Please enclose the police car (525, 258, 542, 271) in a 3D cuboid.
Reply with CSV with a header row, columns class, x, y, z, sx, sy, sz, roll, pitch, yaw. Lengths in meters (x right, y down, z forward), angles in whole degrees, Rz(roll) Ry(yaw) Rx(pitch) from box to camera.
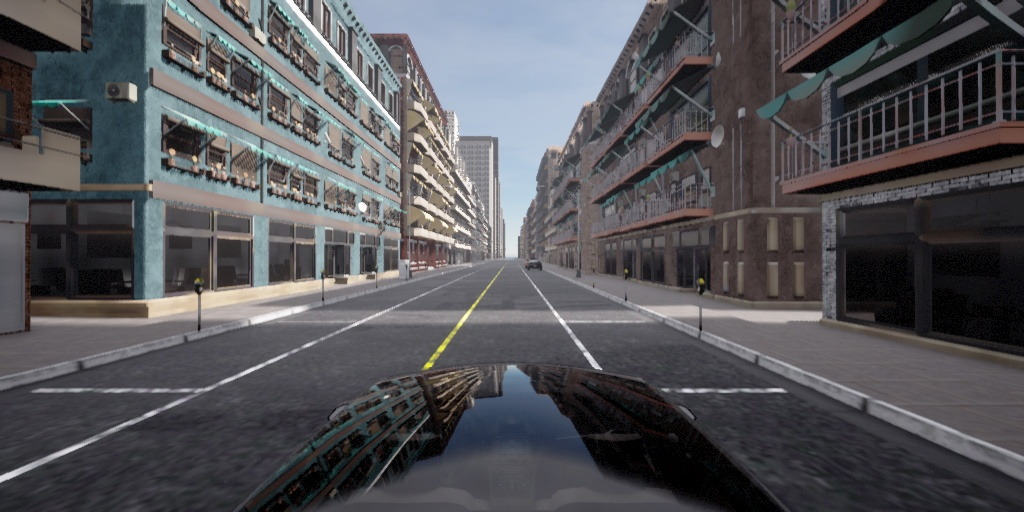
class,x,y,z,sx,sy,sz,roll,pitch,yaw
police car,3.134,1.164,50.440,1.930,1.638,5.238,0,0,0
